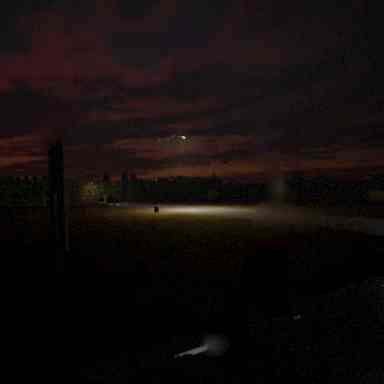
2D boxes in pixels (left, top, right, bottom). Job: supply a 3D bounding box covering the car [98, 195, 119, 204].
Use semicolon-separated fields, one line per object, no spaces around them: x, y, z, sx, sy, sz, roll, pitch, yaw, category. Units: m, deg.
-13.439;1.156;53.479;1.895;1.301;4.718;-2;1;-35;car
